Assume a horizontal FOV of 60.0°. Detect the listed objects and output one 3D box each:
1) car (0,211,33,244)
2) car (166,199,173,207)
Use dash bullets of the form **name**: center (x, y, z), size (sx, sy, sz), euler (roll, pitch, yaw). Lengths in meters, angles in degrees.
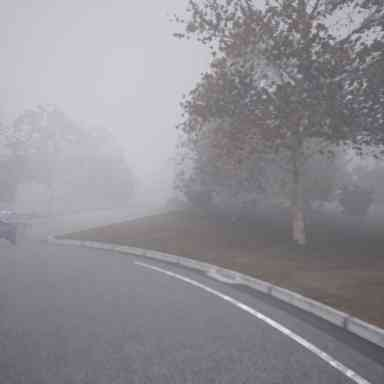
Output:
- **car**: center (-9.695, 1.738, 17.027), size (1.882, 1.535, 5.008), euler (-3, 0, -16)
- **car**: center (-2.838, 1.622, 54.765), size (2.097, 1.767, 4.553), euler (-1, 0, 11)
